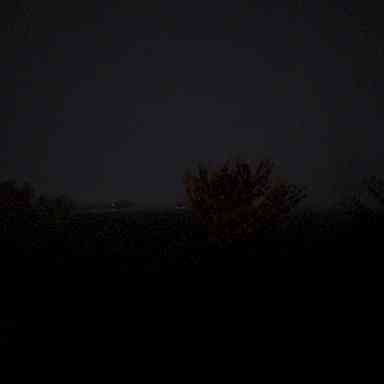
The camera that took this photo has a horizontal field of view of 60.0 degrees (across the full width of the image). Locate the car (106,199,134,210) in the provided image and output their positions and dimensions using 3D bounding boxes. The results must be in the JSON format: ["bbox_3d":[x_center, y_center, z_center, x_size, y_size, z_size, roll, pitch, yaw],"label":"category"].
[{"bbox_3d":[-11.297,1.932,52.395,1.882,1.535,5.008,-1,-1,36],"label":"car"}]

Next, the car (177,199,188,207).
[{"bbox_3d":[-0.570,2.064,61.015,1.812,1.442,4.674,-1,-1,36],"label":"car"}]

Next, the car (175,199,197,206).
[{"bbox_3d":[-1.145,2.085,66.262,1.812,1.442,4.674,-1,-1,36],"label":"car"}]
